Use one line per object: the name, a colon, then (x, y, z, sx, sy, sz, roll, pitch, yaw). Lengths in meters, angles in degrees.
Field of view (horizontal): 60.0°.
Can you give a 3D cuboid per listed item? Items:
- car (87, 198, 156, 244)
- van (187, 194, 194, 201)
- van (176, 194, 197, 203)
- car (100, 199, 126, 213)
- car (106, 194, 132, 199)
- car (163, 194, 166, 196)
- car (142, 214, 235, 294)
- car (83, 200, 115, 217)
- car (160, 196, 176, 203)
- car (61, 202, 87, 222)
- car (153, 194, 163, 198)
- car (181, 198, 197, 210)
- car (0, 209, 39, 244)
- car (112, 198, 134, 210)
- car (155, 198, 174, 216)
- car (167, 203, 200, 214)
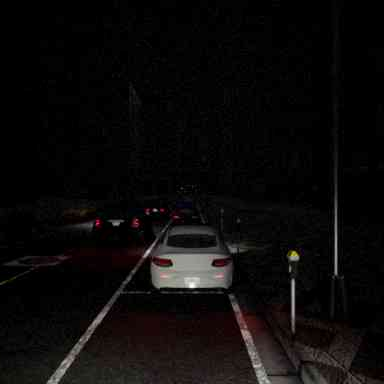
car: (-3.147, 1.354, 15.909, 2.097, 1.767, 4.553, 0, 0, 0)
van: (-0.380, 1.377, 86.847, 1.690, 1.788, 3.998, 0, 0, 0)
van: (-0.368, 1.345, 32.287, 1.690, 1.788, 3.998, 0, 0, 0)
car: (-8.921, 1.549, 37.830, 1.887, 1.381, 4.507, 0, 0, 0)
car: (-6.244, 1.224, 28.188, 2.150, 2.045, 5.566, 0, 0, 0)
car: (-8.906, 1.586, 92.029, 1.887, 1.381, 4.507, 0, 0, 0)
car: (0.003, 1.526, 8.650, 1.812, 1.442, 4.674, 0, 0, 0)
car: (-8.919, 1.548, 32.304, 1.887, 1.381, 4.507, 0, 0, 0)
car: (-3.050, 1.607, 46.477, 1.895, 1.301, 4.718, 0, 0, 0)
car: (-8.918, 1.528, 26.609, 1.752, 1.417, 4.829, 0, 0, 0)
car: (-8.912, 1.555, 81.278, 1.752, 1.417, 4.829, 0, 0, 0)
car: (-0.367, 1.550, 43.337, 1.887, 1.381, 4.507, 0, 0, 0)
car: (-8.916, 1.546, 15.728, 1.887, 1.381, 4.507, 0, 0, 0)
car: (-8.922, 1.550, 43.355, 1.887, 1.381, 4.507, 0, 0, 0)
car: (-3.052, 1.550, 29.766, 2.033, 1.411, 5.357, 0, 0, 0)
car: (-0.370, 1.584, 21.237, 1.802, 1.307, 4.206, 0, 0, 0)
